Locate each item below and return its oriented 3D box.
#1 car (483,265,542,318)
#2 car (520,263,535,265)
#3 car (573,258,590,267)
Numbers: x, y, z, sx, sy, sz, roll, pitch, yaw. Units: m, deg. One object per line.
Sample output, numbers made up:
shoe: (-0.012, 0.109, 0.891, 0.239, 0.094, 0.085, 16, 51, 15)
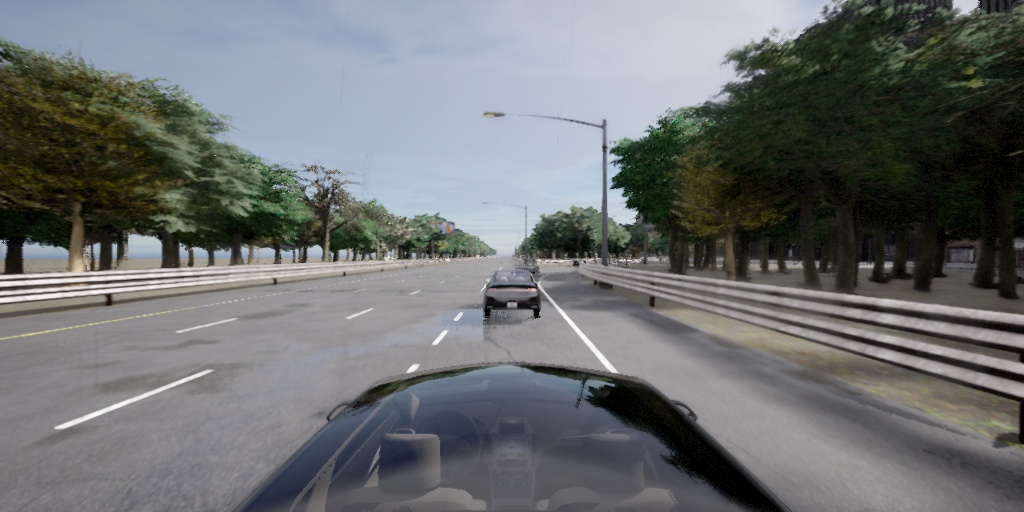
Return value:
car: (0.007, 1.238, 13.005, 2.128, 1.511, 4.902, 0, 0, 0)
car: (1.692, 1.315, 36.300, 1.895, 1.301, 4.718, 0, 0, 12)
car: (12.491, 1.166, 63.852, 1.882, 1.535, 5.008, 0, 0, 31)
